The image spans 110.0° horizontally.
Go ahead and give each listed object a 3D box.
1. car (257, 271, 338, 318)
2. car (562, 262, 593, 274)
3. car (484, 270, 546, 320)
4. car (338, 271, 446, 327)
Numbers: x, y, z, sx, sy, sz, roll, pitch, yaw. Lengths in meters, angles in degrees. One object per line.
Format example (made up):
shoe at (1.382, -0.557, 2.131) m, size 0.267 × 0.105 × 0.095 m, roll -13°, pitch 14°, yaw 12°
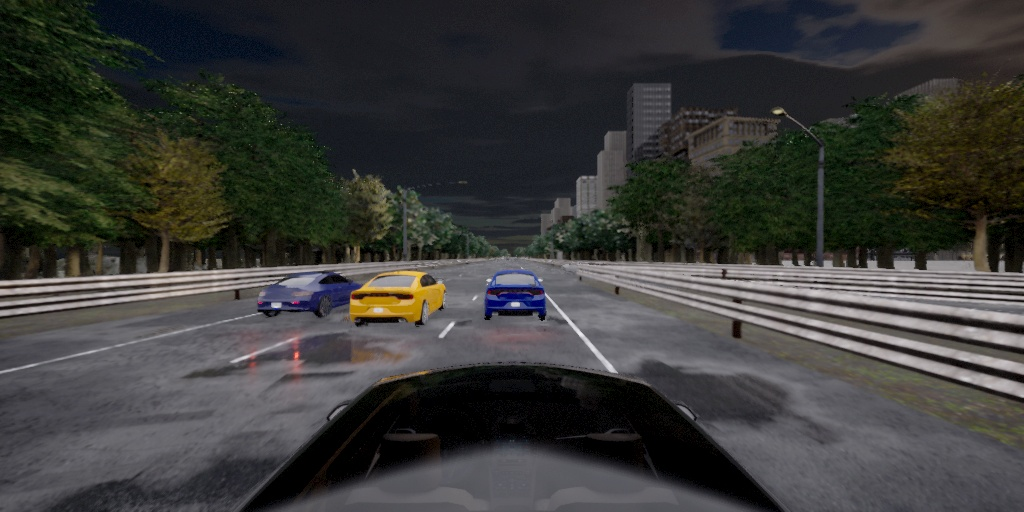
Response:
car at (-6.905, 1.272, 12.812) m, size 1.812 × 1.442 × 4.674 m, roll 0°, pitch 0°, yaw 0°
car at (7.577, 1.394, 41.705) m, size 1.895 × 1.301 × 4.718 m, roll 0°, pitch 0°, yaw -18°
car at (0.099, 1.224, 12.688) m, size 1.882 × 1.535 × 5.008 m, roll 0°, pitch 0°, yaw 0°
car at (-3.401, 1.224, 11.600) m, size 1.882 × 1.535 × 5.008 m, roll 0°, pitch 0°, yaw 0°
